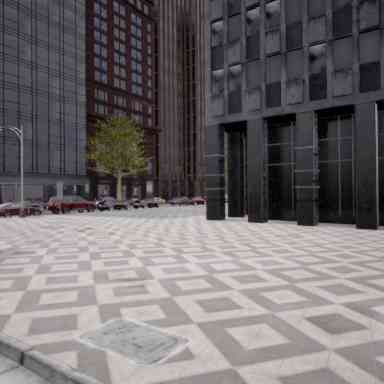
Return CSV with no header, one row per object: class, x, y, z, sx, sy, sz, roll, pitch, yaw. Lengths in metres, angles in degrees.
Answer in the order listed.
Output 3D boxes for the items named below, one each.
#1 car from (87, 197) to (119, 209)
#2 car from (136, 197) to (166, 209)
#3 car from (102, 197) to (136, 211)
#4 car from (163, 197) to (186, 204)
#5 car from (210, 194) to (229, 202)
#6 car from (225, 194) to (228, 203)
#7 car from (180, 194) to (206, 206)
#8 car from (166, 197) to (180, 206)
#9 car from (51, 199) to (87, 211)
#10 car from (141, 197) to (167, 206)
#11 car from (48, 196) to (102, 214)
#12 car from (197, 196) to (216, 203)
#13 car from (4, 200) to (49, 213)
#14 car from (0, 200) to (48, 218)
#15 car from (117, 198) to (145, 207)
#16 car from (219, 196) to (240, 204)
car,-12.818,1.486,48.079,1.967,1.590,4.097,-1,0,35
car,-5.797,1.510,43.242,1.947,1.339,4.313,-1,0,35
car,-8.993,1.526,38.598,1.947,1.339,4.313,-1,0,35
car,-3.227,1.576,62.017,1.947,1.339,4.313,-1,0,35
car,6.361,1.298,75.956,2.192,1.841,5.009,-1,0,35
car,3.790,1.224,57.181,2.192,1.841,5.009,-1,0,35
car,0.595,1.464,52.534,1.887,1.381,4.507,-1,0,35
car,-1.647,1.498,53.893,2.033,1.411,5.357,-1,0,35
car,-16.013,1.643,43.433,1.802,1.307,4.206,-1,0,35
car,-6.520,1.546,57.230,1.752,1.417,4.829,-1,0,35
car,-12.191,1.291,33.954,2.192,1.841,5.009,-1,0,35
car,3.166,1.537,71.309,1.887,1.381,4.507,-1,0,35
car,-19.209,1.644,38.787,1.947,1.339,4.313,-1,0,35
car,-15.385,1.577,29.307,1.802,1.307,4.206,-1,0,35
car,-9.620,1.614,52.725,1.802,1.307,4.206,-1,0,35
car,6.988,1.465,61.824,1.947,1.339,4.313,-1,0,35
